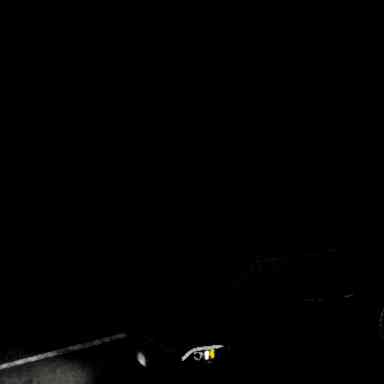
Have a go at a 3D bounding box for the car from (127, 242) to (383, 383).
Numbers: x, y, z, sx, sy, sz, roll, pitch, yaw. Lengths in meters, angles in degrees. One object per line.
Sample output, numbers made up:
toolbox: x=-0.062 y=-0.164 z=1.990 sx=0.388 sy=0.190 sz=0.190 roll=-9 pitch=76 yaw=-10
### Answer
car: x=1.357 y=1.547 z=4.957 sx=4.674 sy=1.442 sz=1.812 roll=0 pitch=0 yaw=-35
